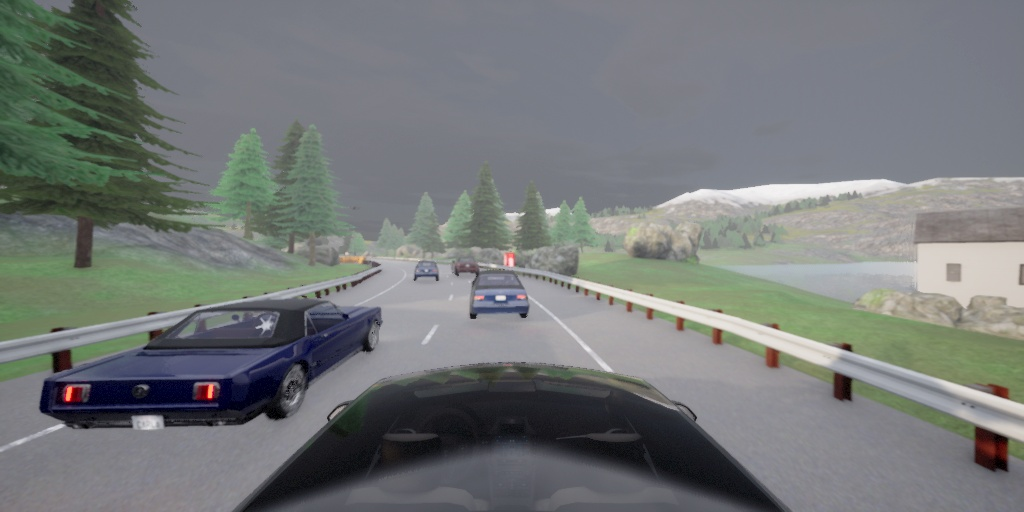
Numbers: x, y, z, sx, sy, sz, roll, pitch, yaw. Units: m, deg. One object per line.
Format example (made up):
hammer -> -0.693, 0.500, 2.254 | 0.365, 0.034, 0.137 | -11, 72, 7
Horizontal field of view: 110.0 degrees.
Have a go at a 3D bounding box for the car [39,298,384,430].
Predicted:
car -> -3.639, 1.324, 5.723 | 1.895, 1.301, 4.718 | 0, 1, -2

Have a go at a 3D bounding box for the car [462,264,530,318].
car -> -0.562, 1.199, 12.540 | 2.033, 1.411, 5.357 | 0, 1, -6

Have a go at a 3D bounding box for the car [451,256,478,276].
car -> -4.371, 0.825, 32.885 | 2.097, 1.767, 4.553 | 0, 1, -15

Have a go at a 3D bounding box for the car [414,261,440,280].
car -> -6.608, 1.074, 27.750 | 2.033, 1.411, 5.357 | 0, 1, -13

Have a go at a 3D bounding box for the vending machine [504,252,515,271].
vending machine -> -0.239, 0.626, 36.330 | 1.100, 2.100, 0.880 | 0, 0, -16
